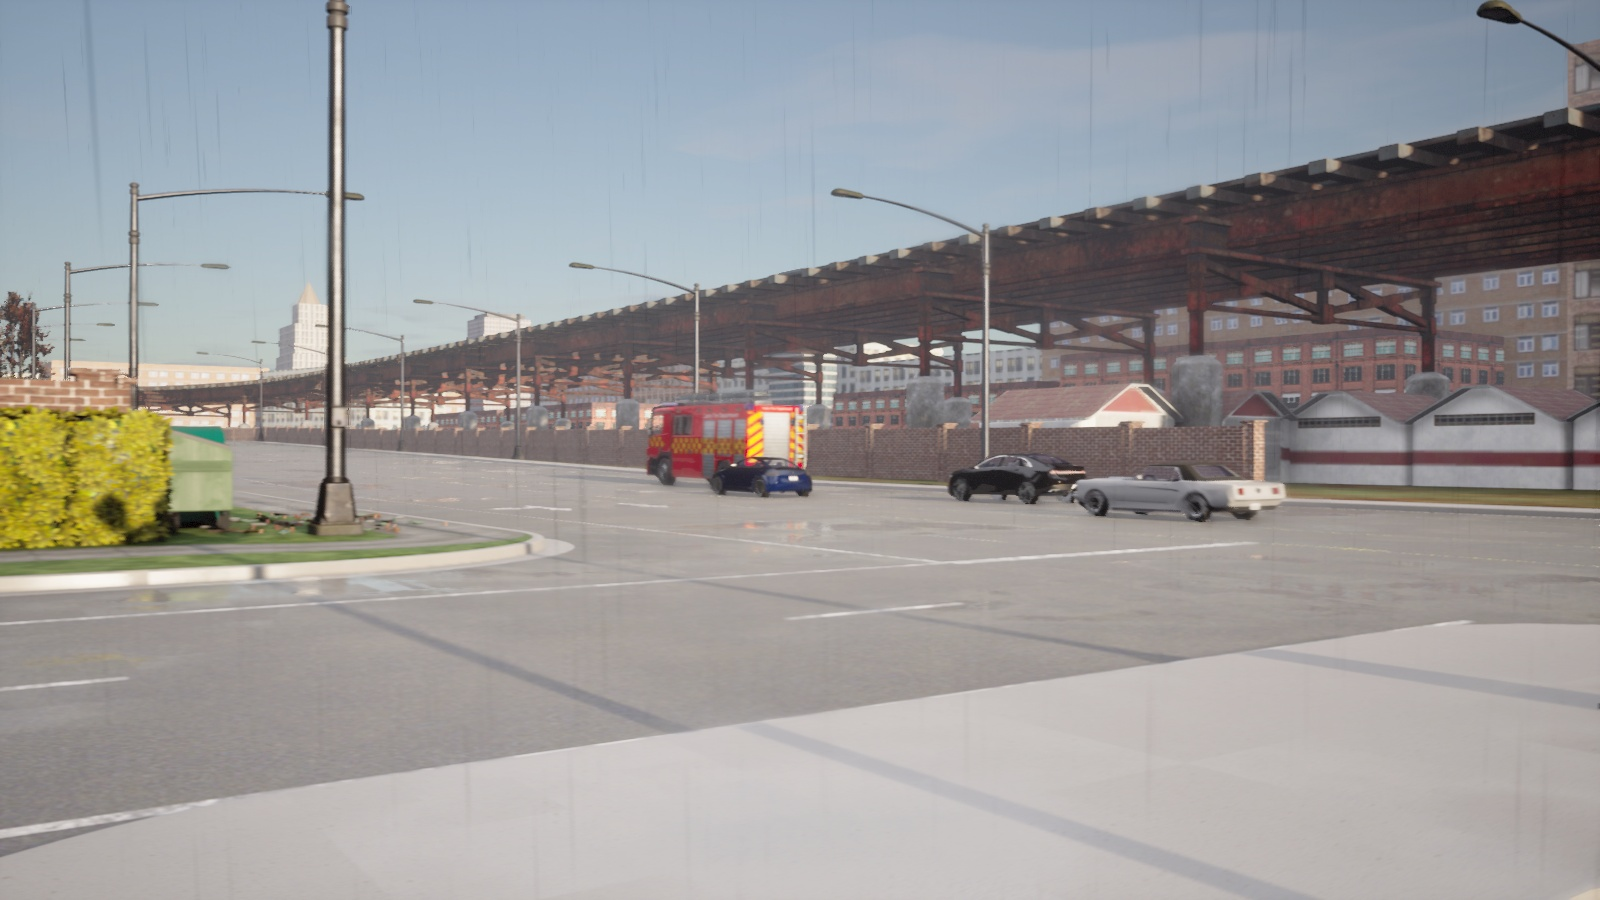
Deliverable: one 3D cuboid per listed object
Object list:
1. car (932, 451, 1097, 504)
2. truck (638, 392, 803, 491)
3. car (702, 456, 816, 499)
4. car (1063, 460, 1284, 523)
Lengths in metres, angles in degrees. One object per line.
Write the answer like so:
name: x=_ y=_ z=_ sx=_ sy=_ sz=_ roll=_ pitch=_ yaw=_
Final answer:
car: x=6.409 y=0.781 z=38.105 sx=2.128 sy=1.511 sz=4.902 roll=0 pitch=0 yaw=-35
truck: x=-3.493 y=-0.354 z=52.447 sx=2.891 sy=3.827 sz=8.468 roll=0 pitch=0 yaw=-35
car: x=-1.467 y=0.908 z=43.352 sx=1.994 sy=1.385 sz=4.181 roll=0 pitch=0 yaw=-35
car: x=8.483 y=0.898 z=28.940 sx=1.895 sy=1.301 sz=4.718 roll=0 pitch=0 yaw=-35
